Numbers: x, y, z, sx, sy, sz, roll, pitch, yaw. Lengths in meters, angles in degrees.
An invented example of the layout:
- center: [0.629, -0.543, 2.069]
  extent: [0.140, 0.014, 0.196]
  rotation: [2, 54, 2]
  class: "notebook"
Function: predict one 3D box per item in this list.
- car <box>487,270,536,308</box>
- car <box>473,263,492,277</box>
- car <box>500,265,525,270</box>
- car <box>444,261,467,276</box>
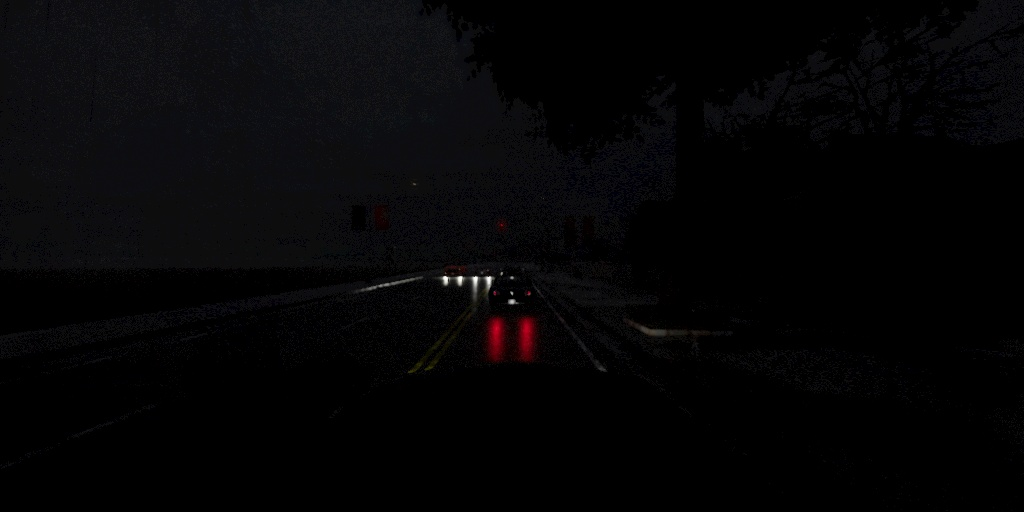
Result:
- center: [0.001, 1.473, 15.973]
  extent: [1.895, 1.301, 4.718]
  rotation: [0, 0, 0]
  class: "car"
- center: [-3.258, 1.566, 41.197]
  extent: [1.812, 1.442, 4.674]
  rotation: [0, -1, 0]
  class: "car"
- center: [0.002, 1.483, 31.168]
  extent: [1.837, 1.490, 4.892]
  rotation: [0, 0, 0]
  class: "car"
- center: [-6.505, 1.391, 41.532]
  extent: [2.097, 1.767, 4.553]
  rotation: [0, 0, 0]
  class: "car"
